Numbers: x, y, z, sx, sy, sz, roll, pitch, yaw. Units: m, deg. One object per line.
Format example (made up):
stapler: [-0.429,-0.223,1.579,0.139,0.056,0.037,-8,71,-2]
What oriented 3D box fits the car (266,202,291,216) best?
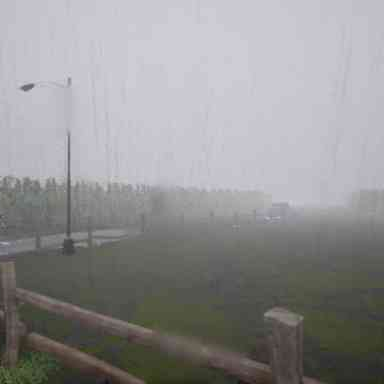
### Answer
car: [13.196,2.614,50.491,2.150,2.045,5.566,-2,-2,36]
